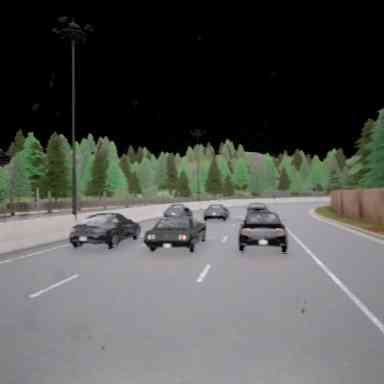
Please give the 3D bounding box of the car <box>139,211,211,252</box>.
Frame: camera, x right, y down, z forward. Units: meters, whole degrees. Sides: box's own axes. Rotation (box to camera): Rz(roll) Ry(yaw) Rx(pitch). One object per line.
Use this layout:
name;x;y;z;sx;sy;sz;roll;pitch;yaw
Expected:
car;-0.519;1.727;14.585;1.895;1.301;4.718;-1;0;10

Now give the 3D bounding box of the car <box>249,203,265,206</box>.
car;5.665;1.694;28.910;1.837;1.490;4.892;-1;0;11

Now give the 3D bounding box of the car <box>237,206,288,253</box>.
car;2.961;1.582;14.148;2.128;1.511;4.902;-1;0;11

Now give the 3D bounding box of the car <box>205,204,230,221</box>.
car;2.229;1.788;29.567;1.994;1.385;4.181;-1;0;11

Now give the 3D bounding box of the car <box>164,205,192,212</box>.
car;-1.228;1.826;30.126;1.994;1.385;4.181;-1;0;11

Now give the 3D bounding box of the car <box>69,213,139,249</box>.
car;-3.906;1.692;15.502;1.812;1.442;4.674;-1;0;11
